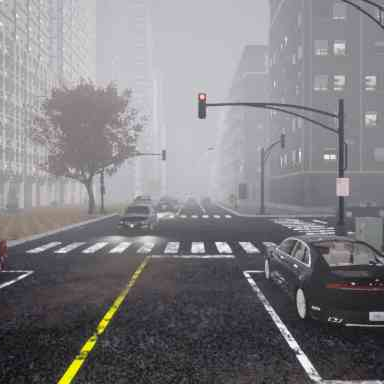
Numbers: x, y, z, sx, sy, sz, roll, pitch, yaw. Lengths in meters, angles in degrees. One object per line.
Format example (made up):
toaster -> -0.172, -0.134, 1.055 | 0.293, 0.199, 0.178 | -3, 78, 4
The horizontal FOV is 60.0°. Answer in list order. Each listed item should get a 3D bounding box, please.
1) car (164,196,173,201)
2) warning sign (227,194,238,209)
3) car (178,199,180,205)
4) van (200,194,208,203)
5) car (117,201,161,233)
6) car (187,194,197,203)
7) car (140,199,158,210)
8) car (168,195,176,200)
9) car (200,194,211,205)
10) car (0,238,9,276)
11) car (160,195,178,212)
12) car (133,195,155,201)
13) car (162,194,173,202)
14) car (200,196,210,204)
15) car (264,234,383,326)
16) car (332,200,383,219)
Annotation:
car -> -5.781, 1.632, 83.525 | 2.008, 1.369, 4.403 | 0, 0, 0
warning sign -> 5.024, 1.139, 41.479 | 1.300, 1.860, 1.060 | 0, 0, 0
car -> -3.147, 1.641, 57.576 | 1.895, 1.301, 4.718 | 0, 0, 0
van -> 2.611, 1.402, 72.489 | 1.690, 1.788, 3.998 | 0, 0, 0
car -> -3.121, 1.511, 19.649 | 1.837, 1.490, 4.892 | 0, 0, 0
car -> -0.074, 1.603, 68.670 | 2.033, 1.411, 5.357 | 0, 0, 0
car -> -5.740, 1.593, 44.865 | 1.947, 1.339, 4.313 | 0, 0, 0
car -> -5.793, 1.655, 94.571 | 2.008, 1.369, 4.403 | 0, 0, 0
car -> 2.623, 1.611, 61.442 | 1.947, 1.339, 4.313 | 0, 0, 0
car -> -5.699, 1.545, 6.954 | 1.887, 1.381, 4.507 | 0, 0, 0
car -> -3.141, 1.513, 40.177 | 2.128, 1.511, 4.902 | 0, 0, 0
car -> -5.735, 1.336, 39.342 | 2.192, 1.841, 5.009 | 0, 0, 0
car -> -5.776, 1.386, 78.002 | 2.192, 1.841, 5.009 | 0, 0, 0
car -> 2.617, 1.578, 67.135 | 1.752, 1.417, 4.829 | 0, 0, 0
car -> 2.681, 1.552, 6.963 | 2.008, 1.369, 4.403 | 0, 0, 0
car -> 13.397, 1.350, 26.380 | 4.403, 1.369, 2.008 | -1, 1, -1
